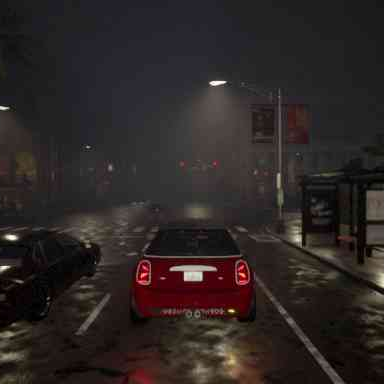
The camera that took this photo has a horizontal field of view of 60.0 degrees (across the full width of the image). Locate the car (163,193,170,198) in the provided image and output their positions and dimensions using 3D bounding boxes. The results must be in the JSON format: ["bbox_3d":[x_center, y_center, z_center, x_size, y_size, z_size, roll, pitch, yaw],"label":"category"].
[{"bbox_3d":[-7.687,1.209,85.337,2.150,2.045,5.566,0,0,3],"label":"car"}]

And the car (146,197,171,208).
[{"bbox_3d":[-3.789,1.594,37.832,1.895,1.301,4.718,0,0,-1],"label":"car"}]

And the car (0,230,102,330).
[{"bbox_3d":[-3.491,1.546,7.164,2.033,1.411,5.357,0,0,0],"label":"car"}]

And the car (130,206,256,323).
[{"bbox_3d":[0.008,1.351,7.370,2.097,1.767,4.553,0,0,0],"label":"car"}]

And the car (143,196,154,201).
[{"bbox_3d":[-11.164,1.579,85.713,1.895,1.301,4.718,0,0,3],"label":"car"}]

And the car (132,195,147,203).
[{"bbox_3d":[-11.241,1.342,70.255,2.097,1.767,4.553,0,0,-1],"label":"car"}]

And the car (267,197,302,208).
[{"bbox_3d":[13.008,1.497,46.641,4.892,1.490,1.837,0,0,2],"label":"car"}]

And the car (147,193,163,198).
[{"bbox_3d":[-7.738,1.465,69.985,1.882,1.535,5.008,0,0,-1],"label":"car"}]
